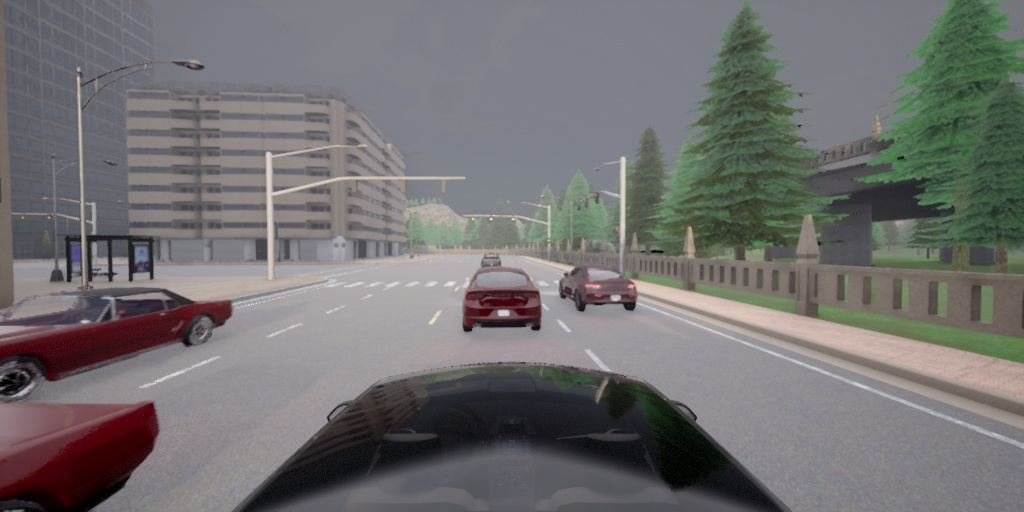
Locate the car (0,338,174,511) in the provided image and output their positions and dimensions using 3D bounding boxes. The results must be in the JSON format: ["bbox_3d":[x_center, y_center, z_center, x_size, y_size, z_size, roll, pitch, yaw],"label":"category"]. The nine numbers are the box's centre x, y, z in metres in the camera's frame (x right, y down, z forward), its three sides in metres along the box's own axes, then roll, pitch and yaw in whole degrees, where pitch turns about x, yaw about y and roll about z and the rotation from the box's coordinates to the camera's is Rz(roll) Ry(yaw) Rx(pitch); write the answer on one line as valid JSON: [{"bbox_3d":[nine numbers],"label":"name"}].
[{"bbox_3d":[-3.710,1.383,0.533,1.895,1.301,4.718,0,1,1],"label":"car"}]

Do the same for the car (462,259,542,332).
[{"bbox_3d":[-0.348,1.030,10.217,1.882,1.535,5.008,0,1,-4],"label":"car"}]

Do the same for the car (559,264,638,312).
[{"bbox_3d":[2.914,1.014,12.796,1.812,1.442,4.674,0,1,-3],"label":"car"}]

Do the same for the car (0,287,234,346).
[{"bbox_3d":[-7.319,1.260,6.075,1.895,1.301,4.718,0,1,-3],"label":"car"}]

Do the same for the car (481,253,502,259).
[{"bbox_3d":[-2.008,0.492,34.806,2.128,1.511,4.902,0,1,-4],"label":"car"}]
